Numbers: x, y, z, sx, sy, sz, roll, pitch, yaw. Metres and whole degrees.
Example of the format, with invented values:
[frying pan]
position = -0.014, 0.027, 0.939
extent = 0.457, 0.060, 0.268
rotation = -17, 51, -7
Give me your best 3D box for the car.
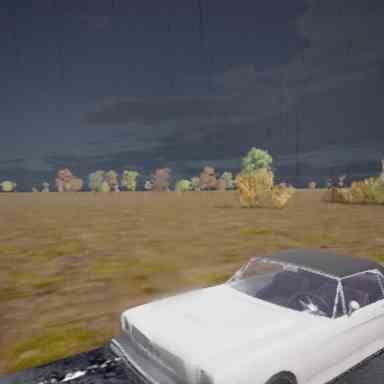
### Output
[car]
position = 1.413, 1.566, 4.488
extent = 4.718, 1.301, 1.895
rotation = -1, 0, -37
